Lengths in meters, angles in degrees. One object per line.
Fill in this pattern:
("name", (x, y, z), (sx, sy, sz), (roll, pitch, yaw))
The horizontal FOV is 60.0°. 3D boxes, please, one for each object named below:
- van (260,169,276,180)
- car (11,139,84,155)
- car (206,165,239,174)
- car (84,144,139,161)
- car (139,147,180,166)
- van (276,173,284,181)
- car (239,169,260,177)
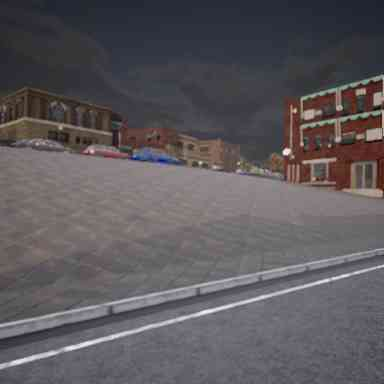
("van", (10.751, -2.418, 51.282), (1.878, 1.987, 4.442), (1, -2, 39))
("car", (-11.590, -3.366, 26.352), (4.892, 1.521, 2.231), (2, -1, -44))
("car", (3.594, -2.634, 42.646), (2.002, 1.452, 4.674), (0, -2, 41))
("car", (-7.621, -3.350, 30.356), (2.185, 1.767, 4.553), (0, -1, 45))
("car", (-3.744, -3.312, 34.412), (2.435, 2.045, 5.566), (0, -1, 44))
("van", (14.139, -2.148, 55.655), (1.878, 1.987, 4.442), (1, -2, 38))
("car", (7.159, -2.407, 46.884), (2.002, 1.452, 4.674), (0, -2, 40))
